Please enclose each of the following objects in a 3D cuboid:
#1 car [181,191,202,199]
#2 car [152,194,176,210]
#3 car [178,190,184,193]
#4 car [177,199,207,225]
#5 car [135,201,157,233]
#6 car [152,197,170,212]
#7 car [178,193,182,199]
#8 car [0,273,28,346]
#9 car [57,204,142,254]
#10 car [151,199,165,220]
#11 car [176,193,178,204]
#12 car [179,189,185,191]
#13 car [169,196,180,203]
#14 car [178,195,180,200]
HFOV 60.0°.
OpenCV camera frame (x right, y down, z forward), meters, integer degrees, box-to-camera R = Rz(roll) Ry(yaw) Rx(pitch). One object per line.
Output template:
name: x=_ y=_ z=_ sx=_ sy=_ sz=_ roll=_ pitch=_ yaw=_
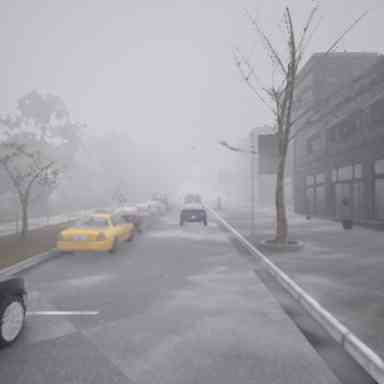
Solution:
car: x=0.101 y=1.271 z=42.929 sx=2.150 sy=2.045 sz=5.566 roll=0 pitch=0 yaw=0
car: x=-3.650 y=1.277 z=40.074 sx=2.435 sy=2.045 sz=5.566 roll=0 pitch=0 yaw=2
car: x=-3.627 y=1.141 z=83.973 sx=2.185 sy=1.767 sz=4.553 roll=2 pitch=2 yaw=2
car: x=0.100 y=1.514 z=24.563 sx=1.882 sy=1.535 sz=5.008 roll=0 pitch=0 yaw=0
car: x=-3.651 y=1.545 z=20.023 sx=2.097 sy=1.535 sz=5.008 roll=0 pitch=0 yaw=2
car: x=-3.651 y=1.542 z=31.121 sx=2.097 sy=1.535 sz=5.008 roll=0 pitch=0 yaw=2
car: x=-3.643 y=1.511 z=64.580 sx=1.946 sy=1.575 sz=5.366 roll=0 pitch=1 yaw=2
car: x=-3.651 y=1.506 z=3.389 sx=2.097 sy=1.535 sz=5.008 roll=0 pitch=0 yaw=2
car: x=-3.643 y=1.519 z=13.642 sx=1.946 sy=1.575 sz=5.366 roll=0 pitch=0 yaw=2
car: x=-3.651 y=1.554 z=25.580 sx=2.231 sy=1.521 sz=4.892 roll=0 pitch=-1 yaw=2
car: x=-3.652 y=1.409 z=47.728 sx=2.185 sy=1.767 sz=4.553 roll=0 pitch=0 yaw=2
car: x=-3.630 y=0.871 z=94.992 sx=1.946 sy=1.575 sz=5.366 roll=1 pitch=2 yaw=2
car: x=-3.651 y=1.534 z=70.717 sx=2.002 sy=1.452 sz=4.674 roll=0 pitch=0 yaw=2
car: x=-3.662 y=1.588 z=53.332 sx=2.163 sy=1.488 sz=4.792 roll=-1 pitch=0 yaw=2
